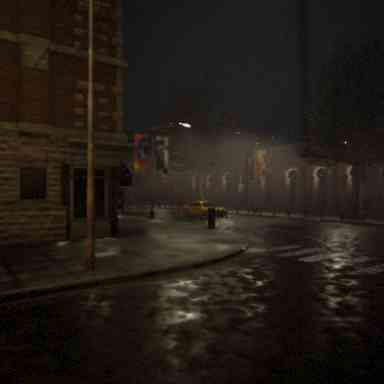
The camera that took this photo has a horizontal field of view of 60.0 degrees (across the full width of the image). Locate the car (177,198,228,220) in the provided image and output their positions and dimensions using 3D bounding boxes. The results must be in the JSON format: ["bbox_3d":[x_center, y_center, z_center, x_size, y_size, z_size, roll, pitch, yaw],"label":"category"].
[{"bbox_3d":[1.075,1.530,28.790,1.882,1.535,5.008,0,0,-35],"label":"car"}]

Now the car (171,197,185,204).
[{"bbox_3d":[-2.360,1.703,65.939,1.895,1.301,4.718,0,0,-35],"label":"car"}]
